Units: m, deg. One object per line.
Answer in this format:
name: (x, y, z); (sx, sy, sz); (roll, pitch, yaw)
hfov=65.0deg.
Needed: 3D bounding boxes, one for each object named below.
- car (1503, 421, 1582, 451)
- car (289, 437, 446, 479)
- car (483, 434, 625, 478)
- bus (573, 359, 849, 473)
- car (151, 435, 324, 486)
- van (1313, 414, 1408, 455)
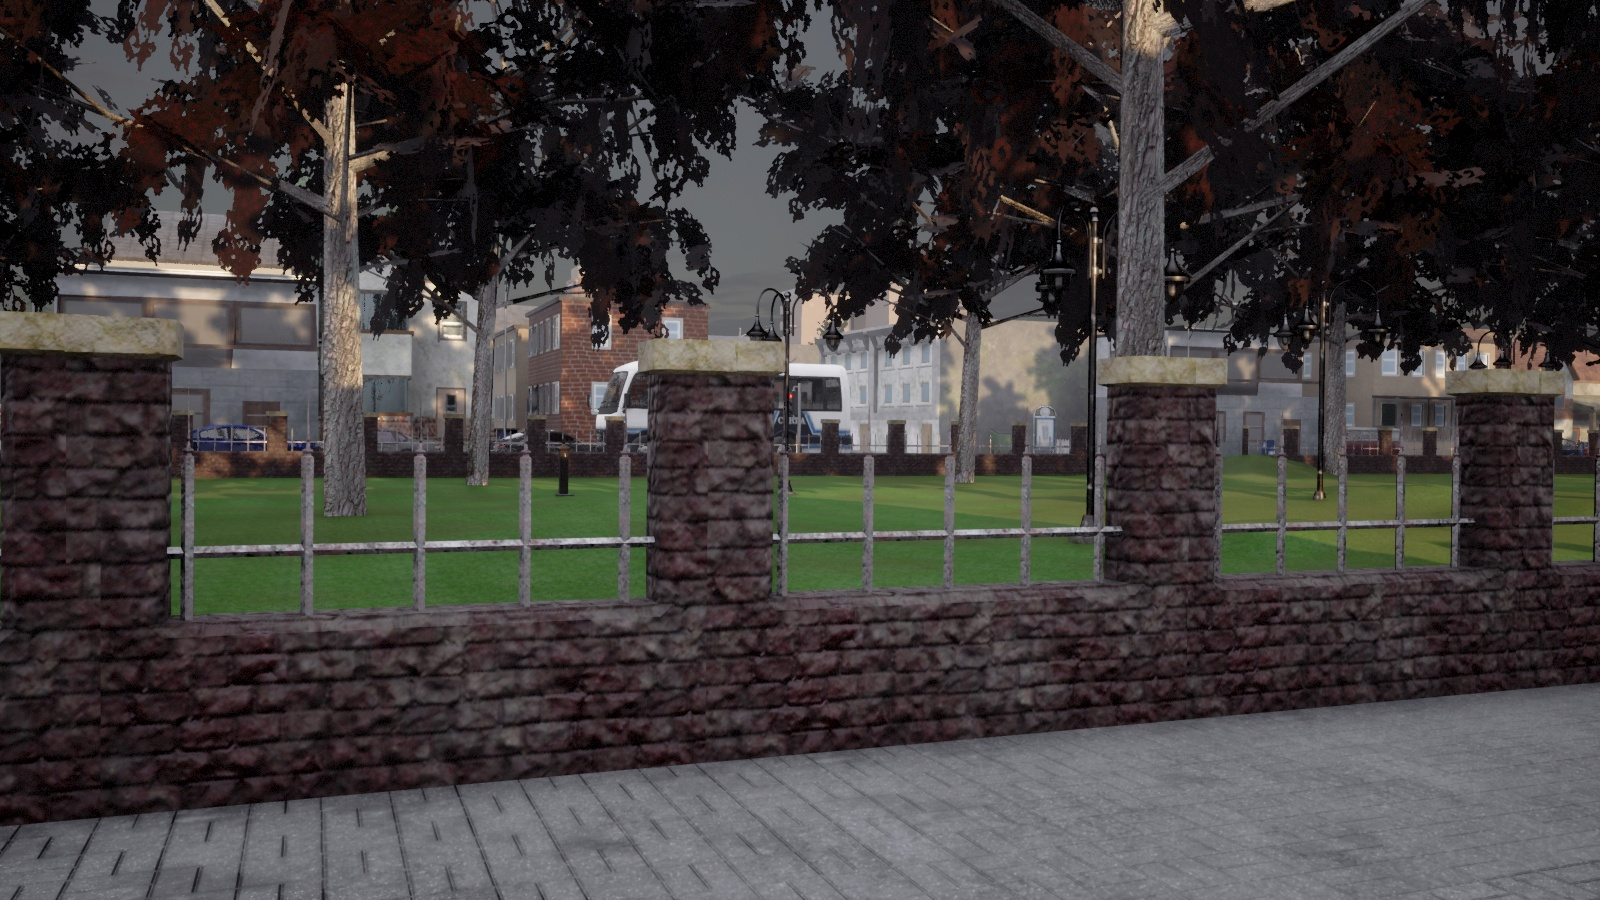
car: (40.204, -0.764, 67.978); (3.705, 1.549, 1.789); (-1, 1, -21)
car: (-15.910, 0.265, 46.224); (5.357, 1.411, 2.033); (-1, 1, -22)
car: (-8.734, 0.192, 44.624); (4.674, 1.442, 1.812); (-1, 1, -24)
bus: (-3.576, -1.359, 50.322); (10.273, 4.253, 3.944); (-1, 1, -21)
car: (-18.238, 0.307, 40.900); (5.008, 1.535, 1.882); (-1, 1, -24)
van: (28.271, -0.785, 63.343); (4.442, 1.987, 1.775); (-1, 1, -21)
